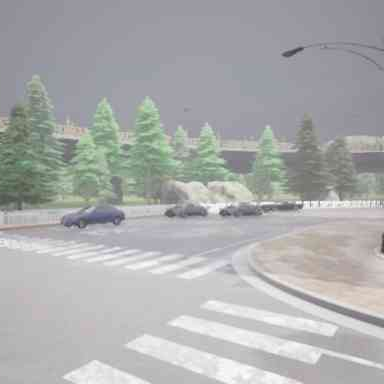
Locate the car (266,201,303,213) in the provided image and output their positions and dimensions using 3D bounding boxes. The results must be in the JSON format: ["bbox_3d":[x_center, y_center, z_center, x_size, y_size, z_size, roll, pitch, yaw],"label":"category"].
[{"bbox_3d":[10.285,1.671,38.191,4.718,1.301,1.895,0,0,-22],"label":"car"}]

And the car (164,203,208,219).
[{"bbox_3d":[-0.499,1.692,30.608,4.181,1.385,1.994,0,-1,-43],"label":"car"}]

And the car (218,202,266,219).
[{"bbox_3d":[4.426,1.645,30.520,4.181,1.385,1.994,0,-1,-38],"label":"car"}]

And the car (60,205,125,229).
[{"bbox_3d":[-6.780,1.670,23.165,1.812,1.442,4.674,-1,0,38],"label":"car"}]
